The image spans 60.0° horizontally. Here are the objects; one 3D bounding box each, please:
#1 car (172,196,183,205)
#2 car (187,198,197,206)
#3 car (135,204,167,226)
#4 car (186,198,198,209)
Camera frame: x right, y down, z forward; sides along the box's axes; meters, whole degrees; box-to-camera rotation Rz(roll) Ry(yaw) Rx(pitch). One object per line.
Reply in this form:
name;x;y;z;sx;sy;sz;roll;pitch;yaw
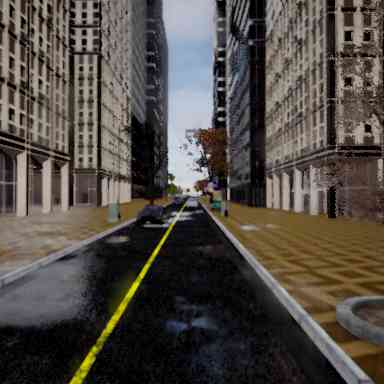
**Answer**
car;-2.769;1.563;64.313;2.097;1.767;4.553;0;0;0
car;0.001;1.789;61.347;1.895;1.301;4.718;0;0;0
car;-2.850;1.622;24.400;2.033;1.411;5.357;0;0;0
car;0.008;1.676;49.118;1.812;1.442;4.674;0;0;0
